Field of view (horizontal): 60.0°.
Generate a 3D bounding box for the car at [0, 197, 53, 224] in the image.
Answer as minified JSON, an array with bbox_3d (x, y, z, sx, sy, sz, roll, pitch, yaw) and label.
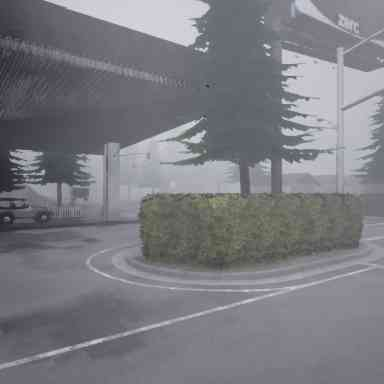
[{"bbox_3d":[-12.015,1.313,23.453,3.866,1.878,1.905,0,0,-36],"label":"car"}]
